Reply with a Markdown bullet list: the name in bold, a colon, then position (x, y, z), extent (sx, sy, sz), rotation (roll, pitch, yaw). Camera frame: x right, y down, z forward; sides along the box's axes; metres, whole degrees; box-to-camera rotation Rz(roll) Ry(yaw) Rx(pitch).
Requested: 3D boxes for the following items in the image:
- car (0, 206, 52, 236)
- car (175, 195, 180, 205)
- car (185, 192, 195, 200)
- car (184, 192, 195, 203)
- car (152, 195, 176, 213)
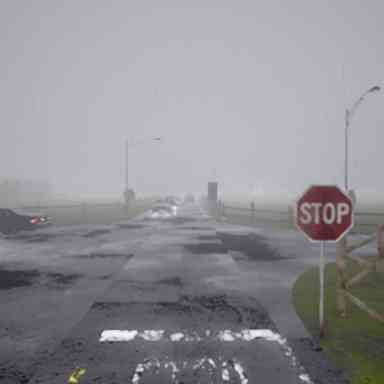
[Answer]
- **car**: position (-9.982, 1.398, 16.898), extent (5.357, 1.411, 2.033), rotation (1, 0, 6)
- **car**: position (-3.151, 1.265, 48.524), extent (1.837, 1.490, 4.892), rotation (0, 1, 0)
- **car**: position (-0.463, 0.832, 71.794), extent (2.097, 1.767, 4.553), rotation (0, 0, 0)
- **car**: position (-0.395, 1.245, 61.408), extent (2.033, 1.411, 5.357), rotation (0, 0, 0)
- **car**: position (-3.069, 1.376, 34.858), extent (2.033, 1.411, 5.357), rotation (0, 0, 0)
